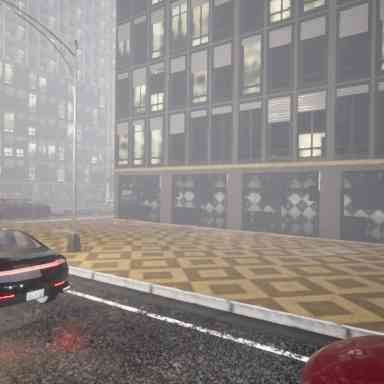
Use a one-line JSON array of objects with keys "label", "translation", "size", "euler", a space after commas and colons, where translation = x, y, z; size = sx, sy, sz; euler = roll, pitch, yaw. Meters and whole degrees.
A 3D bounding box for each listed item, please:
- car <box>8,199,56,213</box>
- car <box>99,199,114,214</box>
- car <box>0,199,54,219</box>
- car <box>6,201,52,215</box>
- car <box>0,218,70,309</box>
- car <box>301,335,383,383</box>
[{"label": "car", "translation": [-19.069, 1.642, 39.836], "size": [1.752, 1.417, 4.829], "euler": [1, 0, 36]}, {"label": "car", "translation": [-8.773, 1.829, 39.690], "size": [1.752, 1.417, 4.829], "euler": [1, 0, 36]}, {"label": "car", "translation": [-15.555, 1.519, 30.467], "size": [2.192, 1.841, 5.009], "euler": [1, 0, 36]}, {"label": "car", "translation": [-18.016, 1.708, 36.884], "size": [1.994, 1.385, 4.181], "euler": [1, 0, 36]}, {"label": "car", "translation": [-4.575, 1.488, 6.920], "size": [4.902, 1.511, 2.128], "euler": [0, 0, 35]}, {"label": "car", "translation": [2.912, 1.526, 1.619], "size": [4.674, 1.442, 1.812], "euler": [0, 0, 35]}]
